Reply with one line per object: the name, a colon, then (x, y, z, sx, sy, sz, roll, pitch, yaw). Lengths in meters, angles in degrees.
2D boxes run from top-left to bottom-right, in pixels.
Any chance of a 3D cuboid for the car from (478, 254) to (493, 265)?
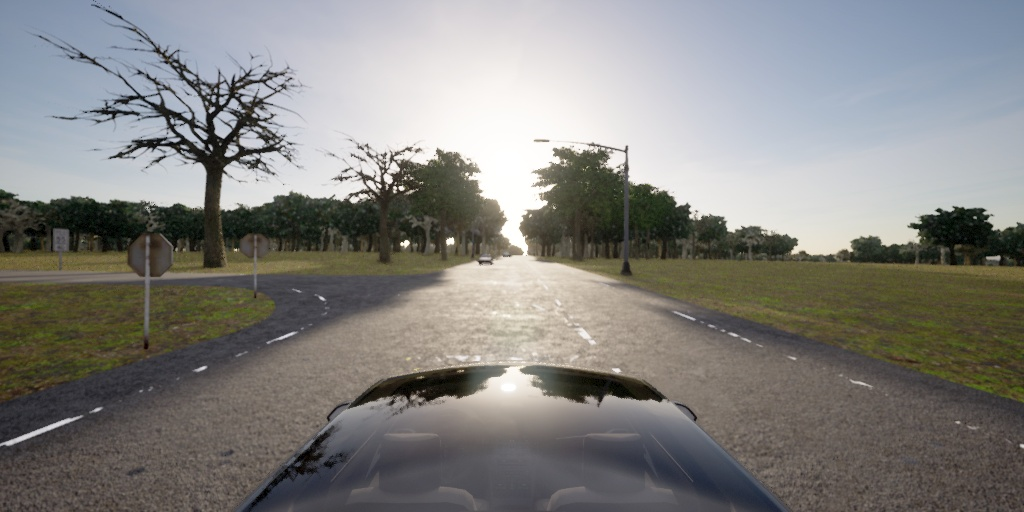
car: (-3.566, 0.456, 49.151, 2.033, 1.411, 5.357, 0, 1, 0)
